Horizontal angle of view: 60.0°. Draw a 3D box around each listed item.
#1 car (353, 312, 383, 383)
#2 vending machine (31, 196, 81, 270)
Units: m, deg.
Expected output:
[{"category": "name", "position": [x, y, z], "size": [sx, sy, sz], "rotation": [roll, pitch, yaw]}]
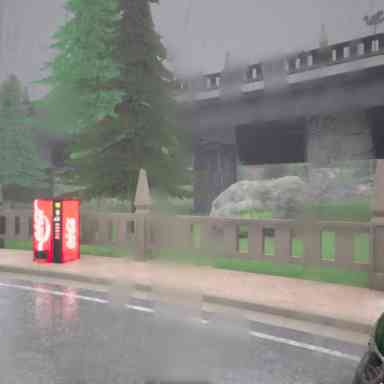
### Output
[{"category": "car", "position": [3.617, 1.220, 1.164], "size": [5.566, 2.045, 2.150], "rotation": [0, 0, 37]}, {"category": "vending machine", "position": [-4.150, 1.195, 10.209], "size": [0.880, 2.100, 1.100], "rotation": [0, 0, 22]}]
